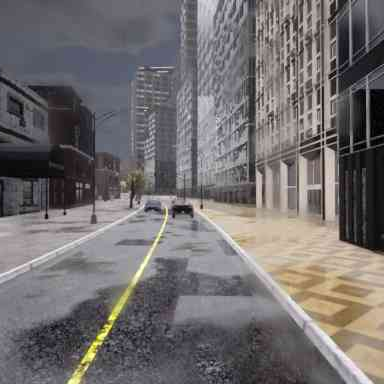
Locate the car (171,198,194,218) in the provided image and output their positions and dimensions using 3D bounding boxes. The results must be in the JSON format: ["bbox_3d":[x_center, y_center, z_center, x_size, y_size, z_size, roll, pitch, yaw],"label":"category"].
[{"bbox_3d":[-0.885,1.486,30.367,2.128,1.511,4.902,0,0,-3],"label":"car"}]

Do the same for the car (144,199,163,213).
[{"bbox_3d":[-4.261,1.533,36.860,2.033,1.411,5.357,0,0,-4],"label":"car"}]

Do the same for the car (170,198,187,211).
[{"bbox_3d":[-1.790,1.532,42.613,2.033,1.411,5.357,0,0,-5],"label":"car"}]
